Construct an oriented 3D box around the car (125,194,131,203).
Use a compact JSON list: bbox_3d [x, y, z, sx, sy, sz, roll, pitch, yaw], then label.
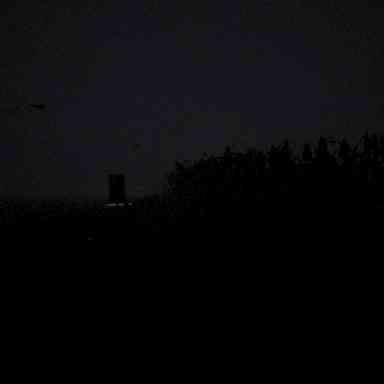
[{"bbox_3d":[-10.744,1.050,52.511,2.033,1.411,5.357,-1,1,-3],"label":"car"}]
